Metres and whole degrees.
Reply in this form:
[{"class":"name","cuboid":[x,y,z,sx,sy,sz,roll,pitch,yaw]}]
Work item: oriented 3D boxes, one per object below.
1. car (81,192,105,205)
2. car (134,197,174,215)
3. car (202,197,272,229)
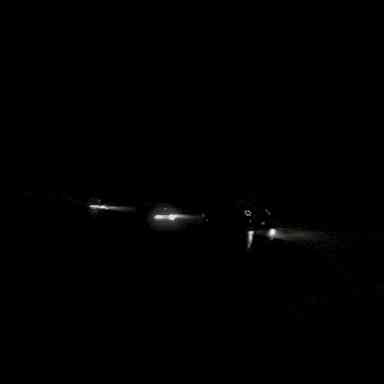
[{"class":"car","cuboid":[-12.325,0.775,41.208,2.128,1.511,4.902,0,1,-35]},{"class":"car","cuboid":[-3.285,1.136,28.446,1.994,1.385,4.181,0,1,-35]},{"class":"car","cuboid":[2.618,1.110,20.133,2.097,1.767,4.553,0,1,-35]}]
